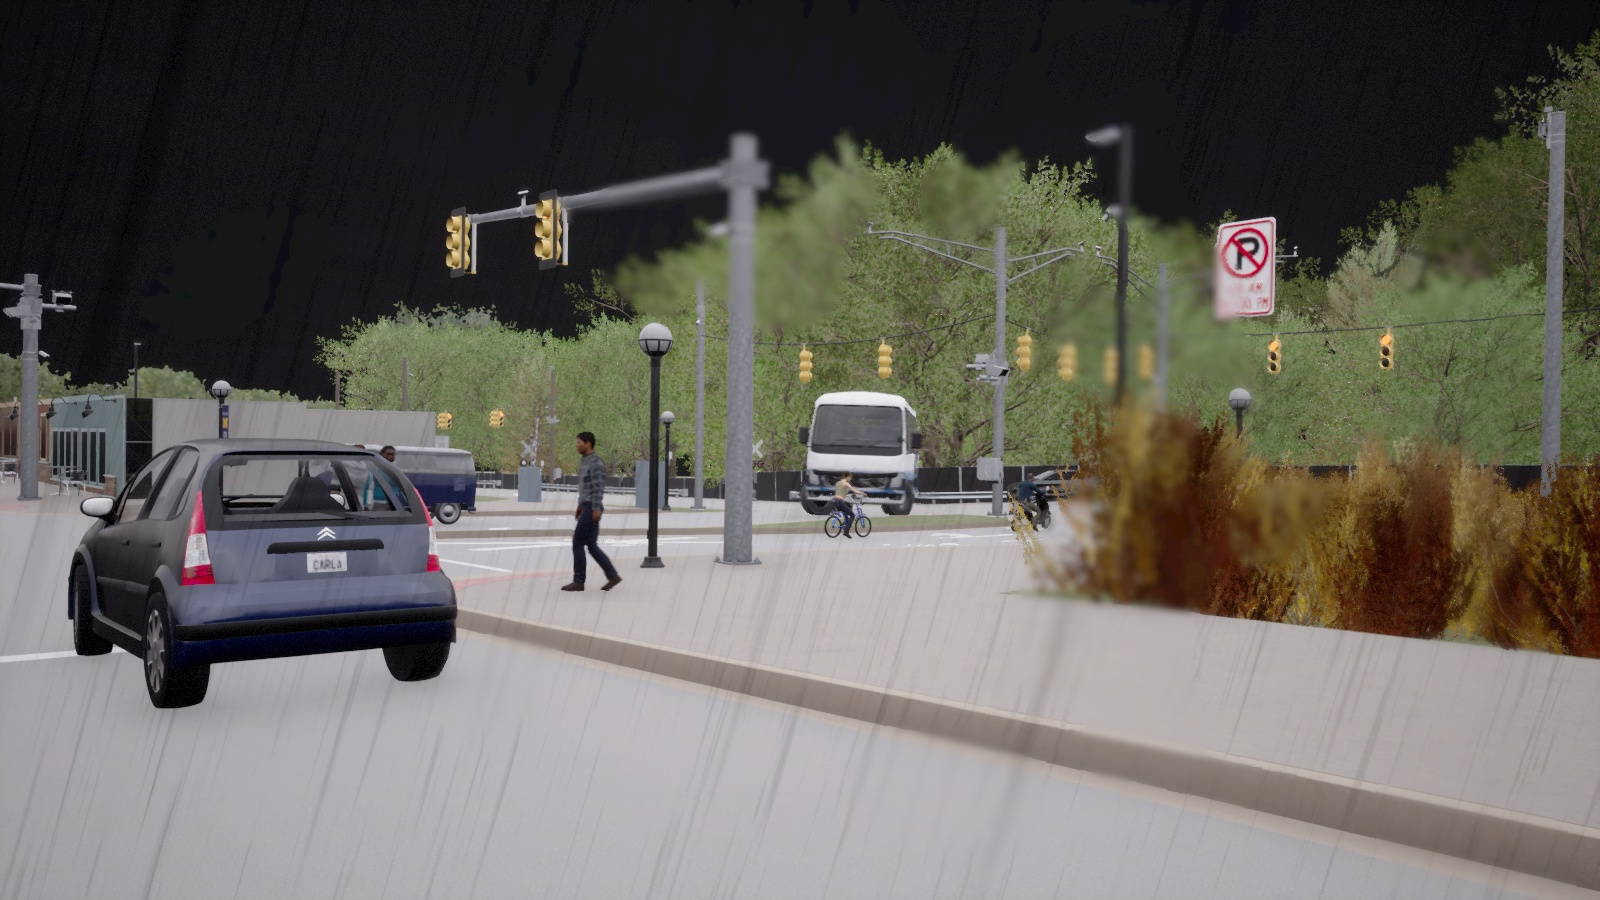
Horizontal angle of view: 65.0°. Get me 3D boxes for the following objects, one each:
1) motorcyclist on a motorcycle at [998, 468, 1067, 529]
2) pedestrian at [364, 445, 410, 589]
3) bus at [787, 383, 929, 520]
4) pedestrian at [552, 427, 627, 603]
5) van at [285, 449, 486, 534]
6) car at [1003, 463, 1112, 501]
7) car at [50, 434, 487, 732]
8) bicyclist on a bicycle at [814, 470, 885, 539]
[{"bbox_3d":[6.380,1.320,34.445,1.817,1.590,0.866,-1,0,-39],"label":"motorcyclist on a motorcycle"},{"bbox_3d":[-5.678,0.897,17.244,0.396,1.930,0.692,-1,1,-36],"label":"pedestrian"},{"bbox_3d":[2.356,0.137,44.839,3.944,4.253,10.273,1,-1,9],"label":"bus"},{"bbox_3d":[-2.380,0.712,14.176,0.788,1.949,0.423,0,1,-16],"label":"pedestrian"},{"bbox_3d":[-10.428,1.055,31.788,4.442,1.987,1.775,2,-2,-41],"label":"van"},{"bbox_3d":[11.079,1.370,54.205,4.193,1.474,1.816,-1,0,-7],"label":"car"},{"bbox_3d":[-3.969,0.760,8.959,1.851,1.617,3.988,-1,-1,-38],"label":"car"},{"bbox_3d":[1.195,1.293,30.288,1.509,1.612,0.866,1,-1,-39],"label":"bicyclist on a bicycle"}]
